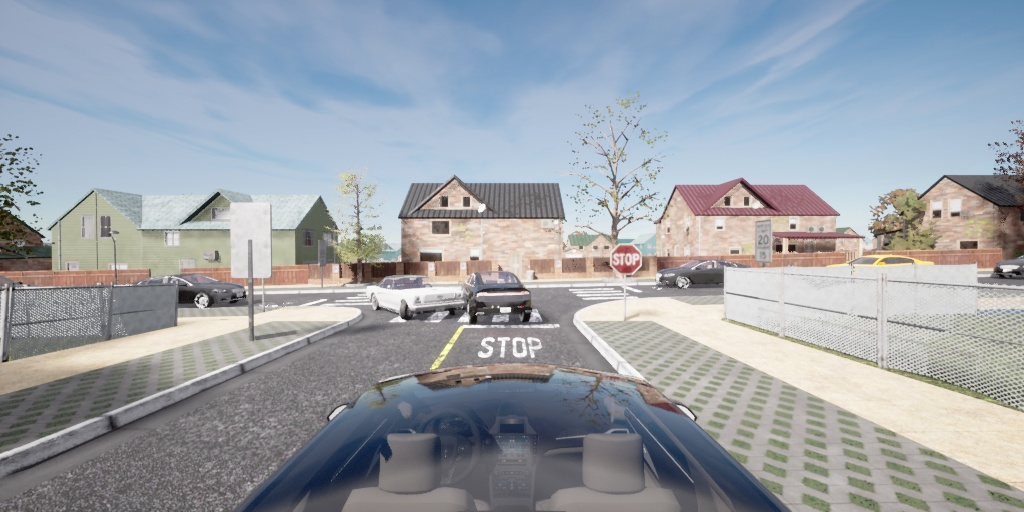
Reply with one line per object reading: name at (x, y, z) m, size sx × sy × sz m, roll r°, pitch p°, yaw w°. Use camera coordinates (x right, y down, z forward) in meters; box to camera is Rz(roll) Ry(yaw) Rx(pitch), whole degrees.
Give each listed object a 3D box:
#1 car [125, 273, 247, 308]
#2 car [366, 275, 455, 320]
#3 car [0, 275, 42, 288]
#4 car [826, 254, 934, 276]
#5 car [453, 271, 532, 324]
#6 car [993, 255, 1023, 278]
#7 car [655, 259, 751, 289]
car at (-14.899, 1.566, 16.378) m, size 4.902 × 1.511 × 2.128 m, roll -1°, pitch 1°, yaw 0°
car at (-3.600, 1.367, 12.880) m, size 1.895 × 1.301 × 4.718 m, roll 0°, pitch 0°, yaw -38°
car at (-24.236, 1.648, 16.340) m, size 4.553 × 1.767 × 2.097 m, roll -1°, pitch 1°, yaw 0°
car at (19.765, 0.690, 19.460) m, size 5.008 × 1.535 × 1.882 m, roll -1°, pitch 1°, yaw -1°
car at (-0.683, 1.242, 12.020) m, size 2.128 × 1.511 × 4.902 m, roll 0°, pitch 0°, yaw -12°
car at (29.389, 0.478, 19.495) m, size 4.902 × 1.511 × 2.128 m, roll -1°, pitch 1°, yaw 0°
car at (10.335, 0.925, 19.426) m, size 4.902 × 1.511 × 2.128 m, roll -1°, pitch 1°, yaw 0°
